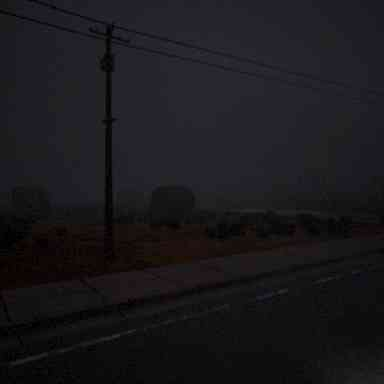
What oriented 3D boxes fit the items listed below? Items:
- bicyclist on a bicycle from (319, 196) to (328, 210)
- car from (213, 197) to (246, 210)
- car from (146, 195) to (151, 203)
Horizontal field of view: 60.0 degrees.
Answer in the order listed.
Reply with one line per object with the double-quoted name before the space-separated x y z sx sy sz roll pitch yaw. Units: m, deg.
"bicyclist on a bicycle" 15.160 1.337 38.177 1.656 1.620 0.582 0 0 -33
"car" 4.610 1.373 41.513 1.882 1.535 5.008 0 0 -33
"car" -6.469 1.251 59.047 2.097 1.767 4.553 0 0 -33
